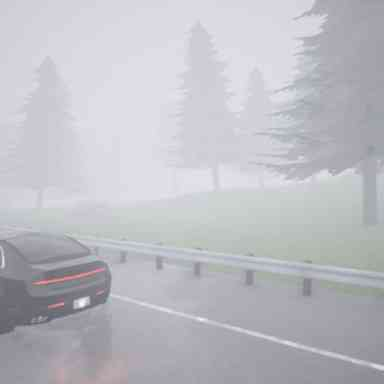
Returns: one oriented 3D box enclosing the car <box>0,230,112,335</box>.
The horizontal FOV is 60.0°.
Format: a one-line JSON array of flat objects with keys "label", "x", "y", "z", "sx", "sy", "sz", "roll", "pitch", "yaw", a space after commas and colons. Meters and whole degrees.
[{"label": "car", "x": -3.710, "y": 1.546, "z": 6.823, "sx": 4.892, "sy": 1.490, "sz": 1.837, "roll": 0, "pitch": 0, "yaw": 37}]
